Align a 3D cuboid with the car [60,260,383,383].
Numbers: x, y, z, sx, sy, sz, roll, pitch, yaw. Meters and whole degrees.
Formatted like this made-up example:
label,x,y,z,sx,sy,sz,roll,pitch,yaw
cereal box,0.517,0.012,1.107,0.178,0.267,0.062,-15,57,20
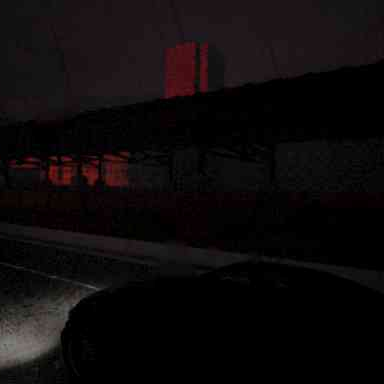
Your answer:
label,x,y,z,sx,sy,sz,roll,pitch,yaw
car,0.531,1.517,3.615,4.674,1.442,1.812,0,0,36
